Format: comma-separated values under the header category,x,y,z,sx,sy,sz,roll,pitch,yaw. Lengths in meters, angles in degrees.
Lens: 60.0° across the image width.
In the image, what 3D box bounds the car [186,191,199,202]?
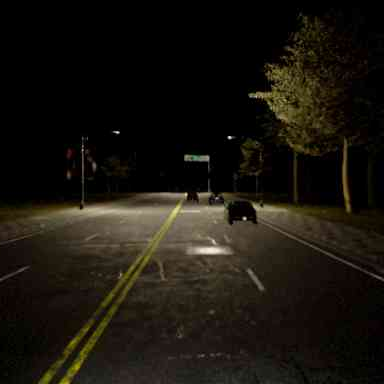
category,x,y,z,sx,sy,sz,roll,pitch,yaw
car,0.094,0.797,51.268,1.812,1.442,4.674,0,1,0

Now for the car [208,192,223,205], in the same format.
category,x,y,z,sx,sy,sz,roll,pitch,yaw
car,3.274,0.834,45.252,2.033,1.649,4.856,0,2,1

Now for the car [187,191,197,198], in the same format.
category,x,y,z,sx,sy,sz,roll,pitch,yaw
car,-0.009,0.479,66.548,2.033,1.411,5.357,0,1,0

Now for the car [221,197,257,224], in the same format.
category,x,y,z,sx,sy,sz,roll,pitch,yaw
car,3.312,1.350,23.263,1.837,1.490,4.892,0,1,0
